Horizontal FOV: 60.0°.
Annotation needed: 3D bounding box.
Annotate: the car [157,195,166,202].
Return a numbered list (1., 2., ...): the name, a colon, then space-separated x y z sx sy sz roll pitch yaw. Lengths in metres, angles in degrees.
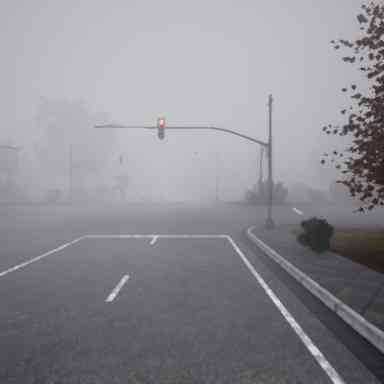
1. car: -6.921 1.485 75.757 1.882 1.535 5.008 0 -2 0

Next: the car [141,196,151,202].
1. car: -10.421 1.601 75.727 1.895 1.301 4.718 0 -2 0
